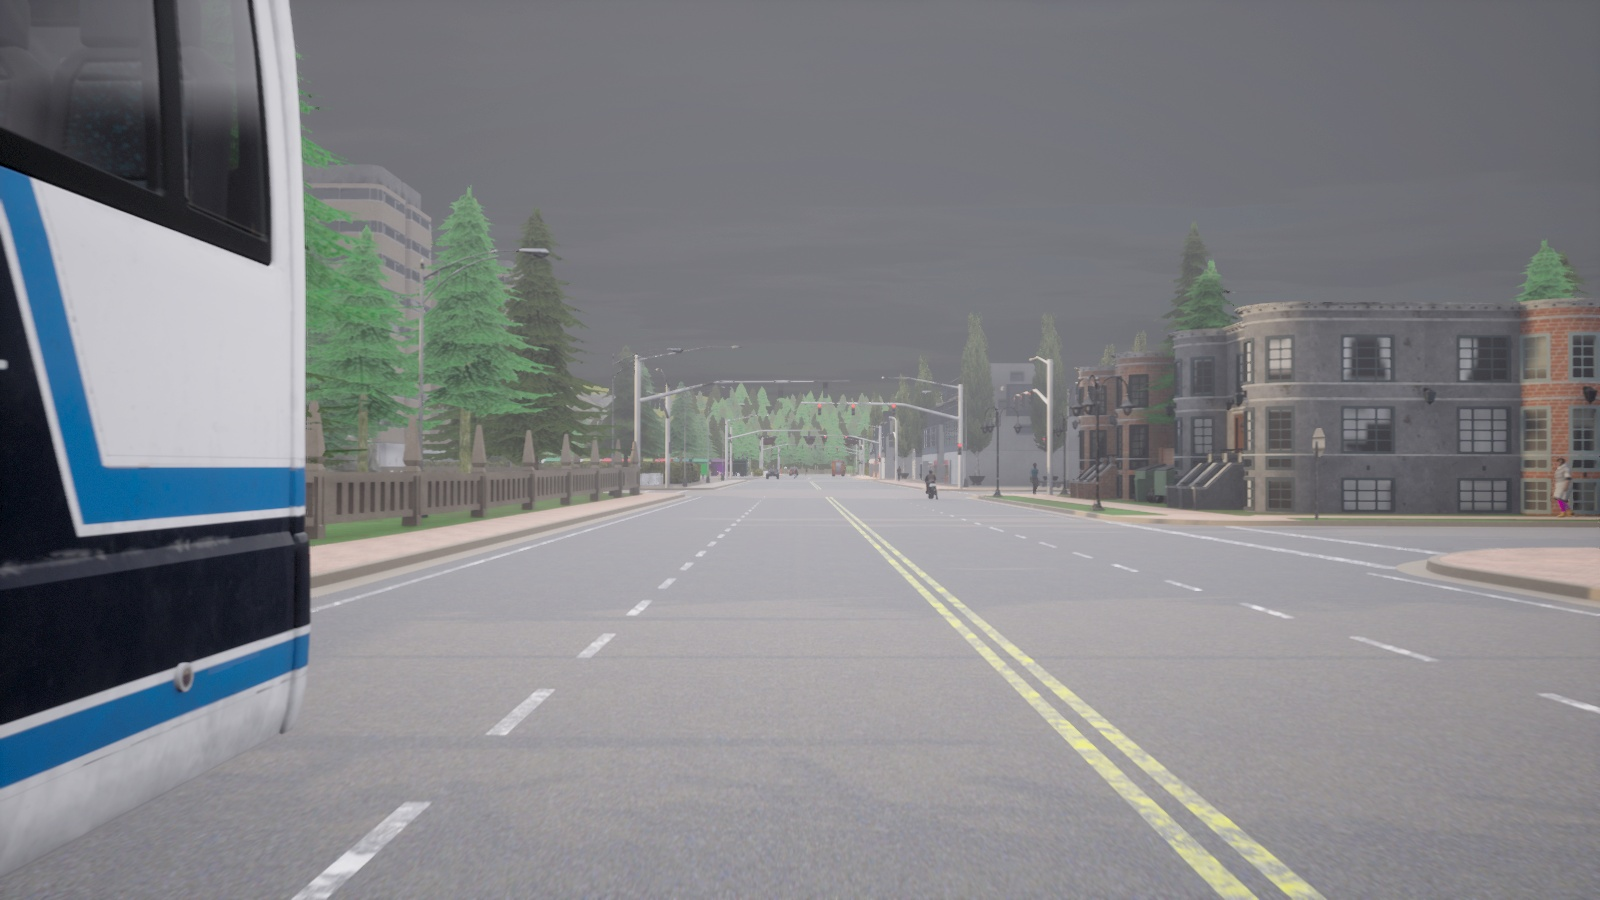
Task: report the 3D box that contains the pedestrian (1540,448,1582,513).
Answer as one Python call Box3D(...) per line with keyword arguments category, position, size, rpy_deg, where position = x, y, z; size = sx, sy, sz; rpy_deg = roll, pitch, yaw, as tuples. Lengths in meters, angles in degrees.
Box3D(category="pedestrian", position=(23.051, 0.925, 38.032), size=(0.873, 1.952, 0.659), rpy_deg=(0, -1, 7))

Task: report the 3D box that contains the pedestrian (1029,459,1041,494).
Box3D(category="pedestrian", position=(13.209, 1.488, 70.603), size=(0.396, 1.930, 0.692), rpy_deg=(0, -1, -11))
